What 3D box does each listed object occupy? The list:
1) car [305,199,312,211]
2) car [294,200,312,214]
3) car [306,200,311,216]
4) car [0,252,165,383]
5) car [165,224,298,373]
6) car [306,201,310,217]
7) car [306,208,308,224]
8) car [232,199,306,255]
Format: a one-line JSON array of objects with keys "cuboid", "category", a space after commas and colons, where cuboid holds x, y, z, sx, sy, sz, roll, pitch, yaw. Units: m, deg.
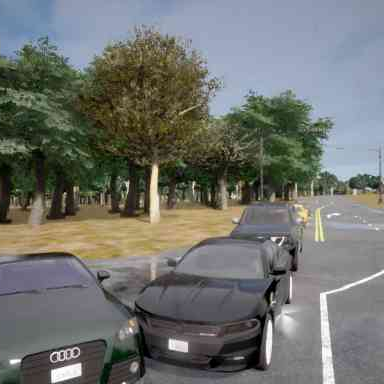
[{"cuboid": [11.378, 1.561, 34.887, 2.097, 1.767, 4.553, -1, 0, 21], "category": "car"}, {"cuboid": [13.382, 1.745, 40.094, 1.812, 1.442, 4.674, -1, 0, 21], "category": "car"}, {"cuboid": [9.342, 1.723, 29.515, 1.812, 1.442, 4.674, -1, 0, 21], "category": "car"}, {"cuboid": [-2.297, 1.642, 4.933, 1.994, 1.385, 4.181, 1, -2, -33], "category": "car"}, {"cuboid": [0.751, 1.612, 6.226, 1.882, 1.535, 5.008, -1, -2, 21], "category": "car"}, {"cuboid": [7.275, 1.662, 24.014, 1.882, 1.535, 5.008, -1, 0, 21], "category": "car"}, {"cuboid": [5.117, 1.773, 18.263, 1.895, 1.301, 4.718, -1, 0, 21], "category": "car"}, {"cuboid": [2.881, 1.459, 12.363, 2.150, 2.045, 5.566, -2, 0, 21], "category": "car"}]
